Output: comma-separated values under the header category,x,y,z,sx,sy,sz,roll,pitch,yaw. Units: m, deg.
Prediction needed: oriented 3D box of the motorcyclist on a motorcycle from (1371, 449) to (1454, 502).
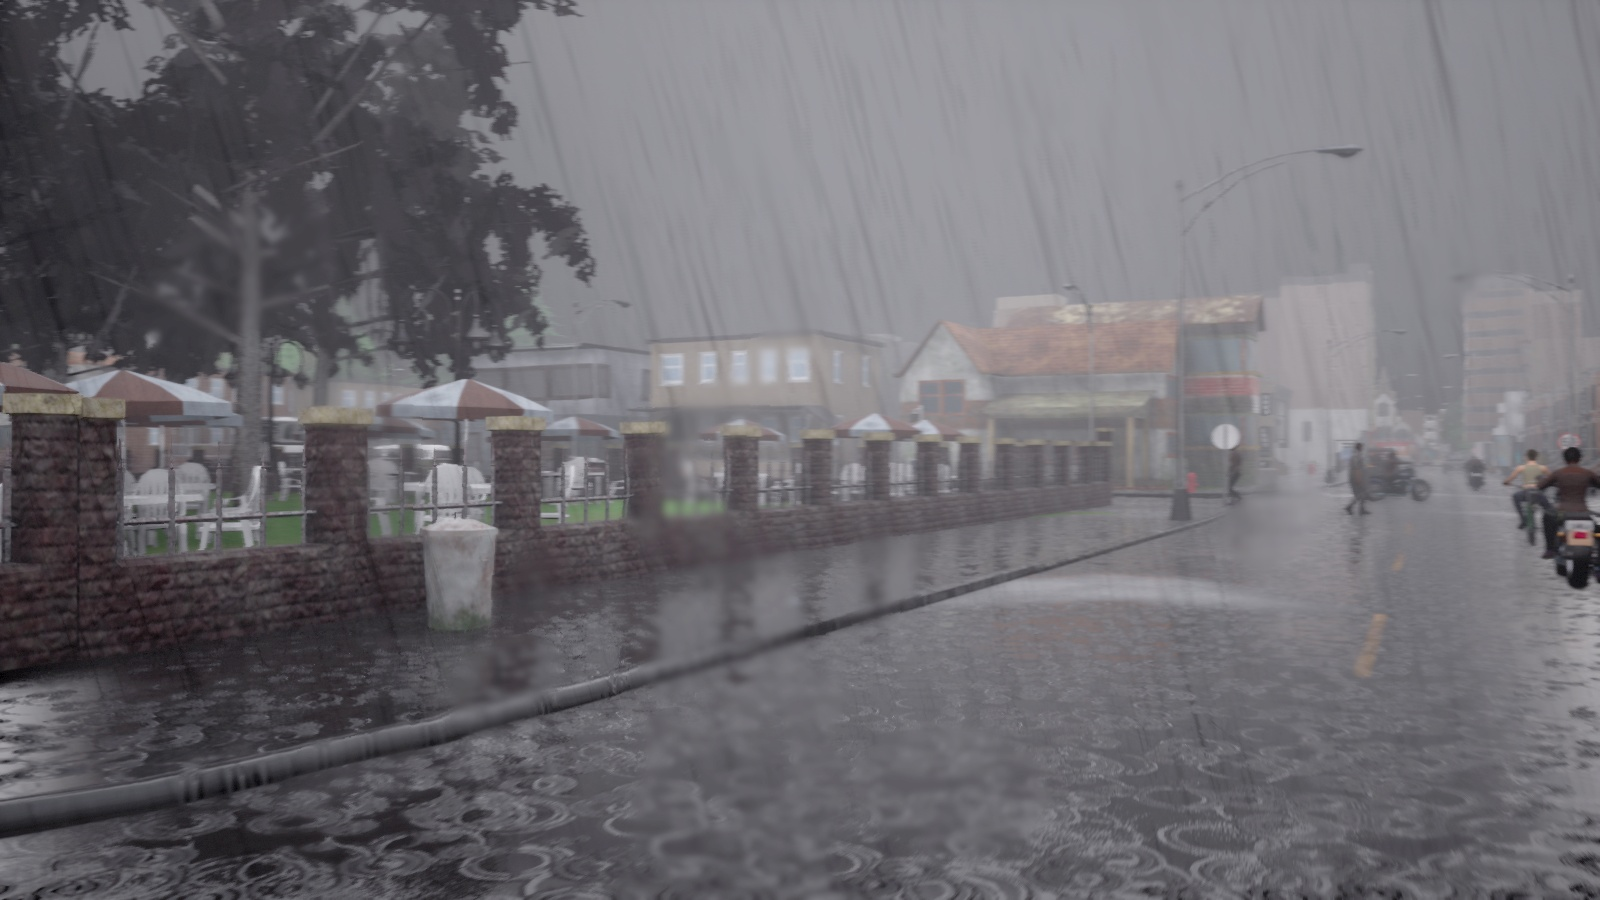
category,x,y,z,sx,sy,sz,roll,pitch,yaw
motorcyclist on a motorcycle,19.472,0.813,39.934,2.350,1.649,0.766,0,-2,-10

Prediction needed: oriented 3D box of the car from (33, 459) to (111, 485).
category,x,y,z,sx,sy,sz,roll,pitch,yaw
car,-43.369,1.291,74.811,3.633,1.501,1.845,0,0,7

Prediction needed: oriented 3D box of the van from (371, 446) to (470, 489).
category,x,y,z,sx,sy,sz,roll,pitch,yaw
van,-18.657,0.840,61.672,4.480,2.038,2.069,0,0,28

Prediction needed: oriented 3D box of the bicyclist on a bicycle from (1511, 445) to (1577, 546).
category,x,y,z,sx,sy,sz,roll,pitch,yaw
bicyclist on a bicycle,12.399,0.735,20.977,0.866,1.612,1.509,0,0,28

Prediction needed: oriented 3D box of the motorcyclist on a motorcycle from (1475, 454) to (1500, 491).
category,x,y,z,sx,sy,sz,roll,pitch,yaw
motorcyclist on a motorcycle,28.684,0.922,52.417,0.866,1.530,2.191,0,0,27

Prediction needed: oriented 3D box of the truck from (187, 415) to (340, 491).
category,x,y,z,sx,sy,sz,roll,pitch,yaw
truck,-26.154,0.161,61.130,7.936,3.462,2.891,0,0,33

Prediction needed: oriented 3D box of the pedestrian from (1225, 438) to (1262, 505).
category,x,y,z,sx,sy,sz,roll,pitch,yaw
pedestrian,12.064,0.572,34.145,0.869,1.805,0.328,0,0,37

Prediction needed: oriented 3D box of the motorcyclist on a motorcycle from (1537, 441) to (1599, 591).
category,x,y,z,sx,sy,sz,roll,pitch,yaw
motorcyclist on a motorcycle,9.256,0.731,14.876,0.766,1.649,2.350,0,0,27

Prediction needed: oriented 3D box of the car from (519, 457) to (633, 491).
category,x,y,z,sx,sy,sz,roll,pitch,yaw
car,-10.254,1.063,57.324,4.792,1.488,2.163,0,0,27

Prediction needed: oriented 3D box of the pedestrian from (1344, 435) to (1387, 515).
category,x,y,z,sx,sy,sz,roll,pitch,yaw
pedestrian,13.988,0.623,31.070,0.873,1.952,0.659,0,0,16

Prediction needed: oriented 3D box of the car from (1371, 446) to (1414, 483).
category,x,y,z,sx,sy,sz,roll,pitch,yaw
car,30.659,0.736,64.940,1.905,1.878,3.866,0,0,27
